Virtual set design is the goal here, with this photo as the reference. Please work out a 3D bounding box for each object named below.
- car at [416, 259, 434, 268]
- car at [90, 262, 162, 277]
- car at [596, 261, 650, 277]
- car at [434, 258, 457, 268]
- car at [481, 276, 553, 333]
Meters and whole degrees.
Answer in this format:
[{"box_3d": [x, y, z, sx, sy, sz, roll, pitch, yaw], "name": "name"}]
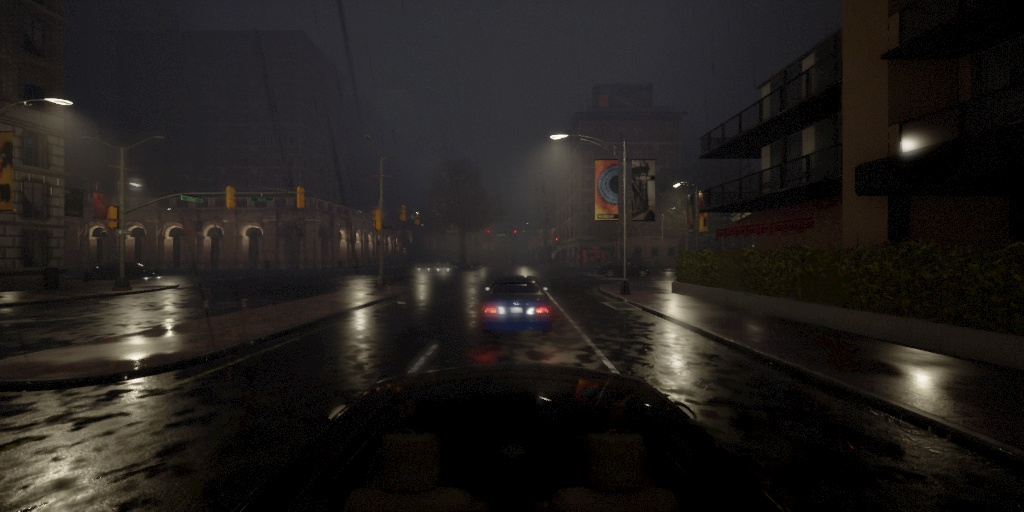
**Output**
[{"box_3d": [-14.529, 1.228, 61.766, 1.882, 1.535, 5.008, 0, 0, 1], "name": "car"}, {"box_3d": [-37.192, 1.297, 34.567, 5.357, 1.411, 2.033, 0, 0, 0], "name": "car"}, {"box_3d": [10.606, 1.227, 34.397, 5.008, 1.535, 1.882, 0, 0, 0], "name": "car"}, {"box_3d": [-11.062, 1.102, 59.697, 2.097, 1.767, 4.553, 0, 0, 1], "name": "car"}, {"box_3d": [0.144, 1.297, 10.749, 2.033, 1.411, 5.357, 0, 0, 1], "name": "car"}]
